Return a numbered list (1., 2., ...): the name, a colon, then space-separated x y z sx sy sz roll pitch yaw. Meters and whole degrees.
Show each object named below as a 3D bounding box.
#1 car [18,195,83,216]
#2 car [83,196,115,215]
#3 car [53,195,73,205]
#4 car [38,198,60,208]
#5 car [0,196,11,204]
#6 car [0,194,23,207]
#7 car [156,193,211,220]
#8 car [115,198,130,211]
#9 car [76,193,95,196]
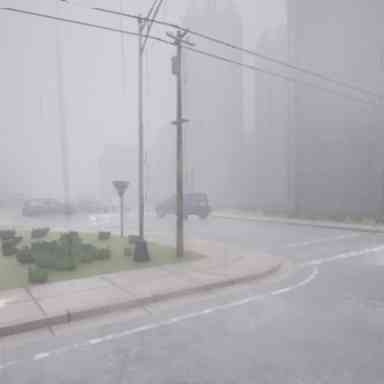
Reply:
1. car: -12.820 1.418 30.158 4.611 1.667 2.242 0 0 -36
2. car: -10.020 1.460 33.306 2.033 1.411 5.357 0 0 -36
3. car: -21.450 1.355 55.058 1.882 1.535 5.008 0 0 -36
4. car: -20.818 1.558 48.260 1.895 1.301 4.718 0 0 -36
5. car: -35.332 1.424 60.389 4.193 1.474 1.816 0 0 -36
6. car: -26.984 1.236 49.787 3.866 1.878 1.905 0 0 -36
7. car: -0.776 1.111 26.907 2.150 2.045 5.566 0 -1 -36
8. car: -8.545 1.416 37.506 1.812 1.442 4.674 0 0 -36
9. car: -15.161 1.106 46.524 2.150 2.045 5.566 0 0 -35
